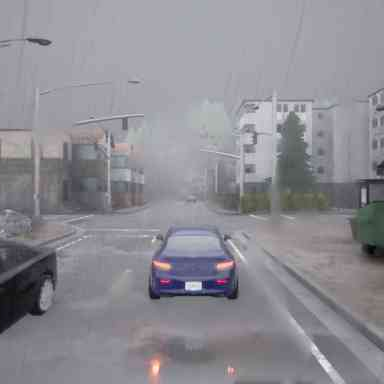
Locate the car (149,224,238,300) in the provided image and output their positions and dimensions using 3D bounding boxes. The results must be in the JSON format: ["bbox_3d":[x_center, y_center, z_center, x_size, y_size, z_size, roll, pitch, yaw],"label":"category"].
[{"bbox_3d":[0.040,1.525,8.290,1.812,1.442,4.674,0,0,0],"label":"car"}]

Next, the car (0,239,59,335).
[{"bbox_3d":[-3.618,1.477,4.696,1.882,1.535,5.008,0,0,0],"label":"car"}]

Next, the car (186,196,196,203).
[{"bbox_3d":[-0.143,1.522,66.933,1.812,1.442,4.674,0,0,0],"label":"car"}]
